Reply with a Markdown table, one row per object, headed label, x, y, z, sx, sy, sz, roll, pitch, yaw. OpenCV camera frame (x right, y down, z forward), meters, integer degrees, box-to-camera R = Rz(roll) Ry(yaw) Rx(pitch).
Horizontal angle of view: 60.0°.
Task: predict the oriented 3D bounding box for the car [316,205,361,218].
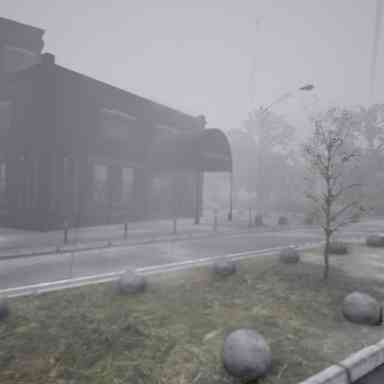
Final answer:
| label | x | y | z | sx | sy | sz | roll | pitch | yaw |
| --- | --- | --- | --- | --- | --- | --- | --- | --- | --- |
| car | 16.722 | 2.154 | 38.025 | 4.674 | 1.442 | 1.812 | 1 | -1 | 23 |

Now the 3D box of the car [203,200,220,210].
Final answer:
| label | x | y | z | sx | sy | sz | roll | pitch | yaw |
| --- | --- | --- | --- | --- | --- | --- | --- | --- | --- |
| car | 1.401 | 1.845 | 48.109 | 5.357 | 1.411 | 2.033 | 2 | -1 | 35 |
